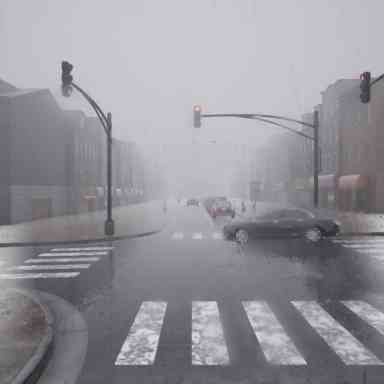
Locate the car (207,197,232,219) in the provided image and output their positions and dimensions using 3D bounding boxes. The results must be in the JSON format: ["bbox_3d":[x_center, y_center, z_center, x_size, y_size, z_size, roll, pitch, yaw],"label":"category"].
[{"bbox_3d":[2.687,1.470,29.711,1.967,1.590,4.097,-1,0,0],"label":"car"}]

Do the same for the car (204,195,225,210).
[{"bbox_3d":[2.696,1.356,35.113,2.192,1.841,5.009,-1,0,0],"label":"car"}]

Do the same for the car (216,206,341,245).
[{"bbox_3d":[3.806,1.419,14.540,4.892,1.490,1.837,-4,0,19],"label":"car"}]

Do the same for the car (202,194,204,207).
[{"bbox_3d":[2.706,1.370,40.516,2.192,1.841,5.009,-1,0,0],"label":"car"}]

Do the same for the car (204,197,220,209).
[{"bbox_3d":[2.718,1.509,45.918,1.967,1.590,4.097,-1,0,0],"label":"car"}]

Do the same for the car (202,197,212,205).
[{"bbox_3d":[2.751,1.648,62.295,1.752,1.417,4.829,-1,0,0],"label":"car"}]

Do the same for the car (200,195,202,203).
[{"bbox_3d":[2.728,1.525,51.320,1.967,1.590,4.097,-1,0,0],"label":"car"}]

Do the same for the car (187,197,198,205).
[{"bbox_3d":[0.127,1.697,65.193,1.994,1.385,4.181,0,0,0],"label":"car"}]

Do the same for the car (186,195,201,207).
[{"bbox_3d":[0.106,1.601,54.773,1.837,1.490,4.892,0,0,0],"label":"car"}]

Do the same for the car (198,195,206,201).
[{"bbox_3d":[2.812,1.702,94.540,1.967,1.590,4.097,-1,0,0],"label":"car"}]
